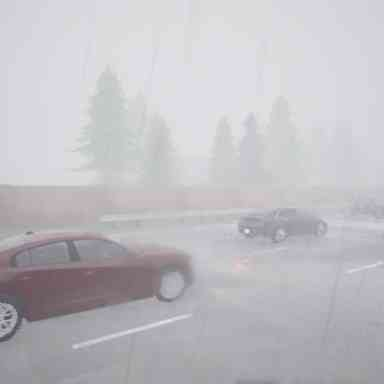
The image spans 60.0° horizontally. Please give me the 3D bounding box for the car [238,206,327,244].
[{"bbox_3d":[4.294,1.408,15.416,4.892,1.490,1.837,0,0,-36],"label":"car"}]

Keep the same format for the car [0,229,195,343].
[{"bbox_3d":[-2.234,1.463,6.455,5.008,1.535,1.882,0,0,-36],"label":"car"}]

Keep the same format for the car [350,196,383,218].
[{"bbox_3d":[15.122,1.138,27.451,4.553,1.767,2.097,-1,0,-36],"label":"car"}]
